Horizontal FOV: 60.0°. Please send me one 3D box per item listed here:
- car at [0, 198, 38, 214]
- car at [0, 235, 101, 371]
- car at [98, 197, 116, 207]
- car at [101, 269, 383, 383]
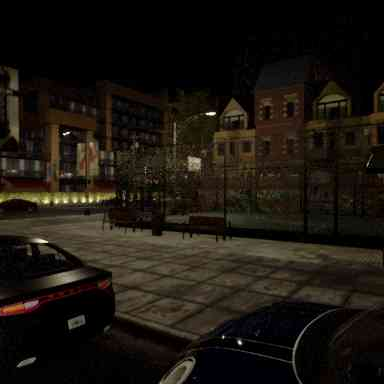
[{"bbox_3d":[-19.445,1.477,36.169,1.882,1.535,5.008,0,0,35],"label":"car"},{"bbox_3d":[-3.469,1.480,5.582,5.008,1.535,2.097,0,0,35],"label":"car"},{"bbox_3d":[-12.487,1.490,52.285,2.128,1.511,4.902,0,0,35],"label":"car"},{"bbox_3d":[1.858,1.354,1.986,4.553,1.767,2.185,0,0,35],"label":"car"}]
